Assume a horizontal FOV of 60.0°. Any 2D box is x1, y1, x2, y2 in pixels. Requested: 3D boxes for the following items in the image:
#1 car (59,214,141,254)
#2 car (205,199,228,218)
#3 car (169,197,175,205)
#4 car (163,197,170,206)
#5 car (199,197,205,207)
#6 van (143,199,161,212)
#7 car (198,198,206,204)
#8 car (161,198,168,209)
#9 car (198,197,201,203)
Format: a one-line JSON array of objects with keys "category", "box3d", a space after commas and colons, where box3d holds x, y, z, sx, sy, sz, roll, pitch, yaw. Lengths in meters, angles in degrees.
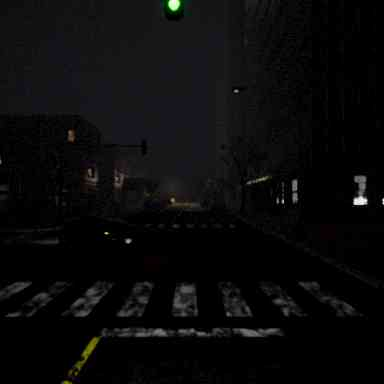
[{"category": "car", "box3d": [-3.983, 1.673, 14.242, 1.812, 1.442, 4.674, 2, -2, -43]}, {"category": "car", "box3d": [2.704, 1.803, 35.122, 1.967, 1.590, 4.097, 1, -1, 0]}, {"category": "car", "box3d": [-5.674, 2.079, 73.876, 2.192, 1.841, 5.009, 1, -1, 0]}, {"category": "car", "box3d": [-5.678, 2.215, 62.806, 1.947, 1.339, 4.313, 1, -1, 0]}, {"category": "car", "box3d": [2.703, 2.176, 62.964, 1.752, 1.417, 4.829, 1, -1, 0]}, {"category": "van", "box3d": [-5.675, 1.819, 46.206, 1.690, 1.788, 3.998, 1, -1, 0]}, {"category": "car", "box3d": [2.703, 2.463, 90.637, 1.752, 1.417, 4.829, 1, -1, 0]}, {"category": "car", "box3d": [-5.678, 2.174, 57.272, 1.802, 1.307, 4.206, 1, -1, 0]}, {"category": "car", "box3d": [2.703, 2.234, 68.499, 1.752, 1.417, 4.829, 1, -1, 0]}]
